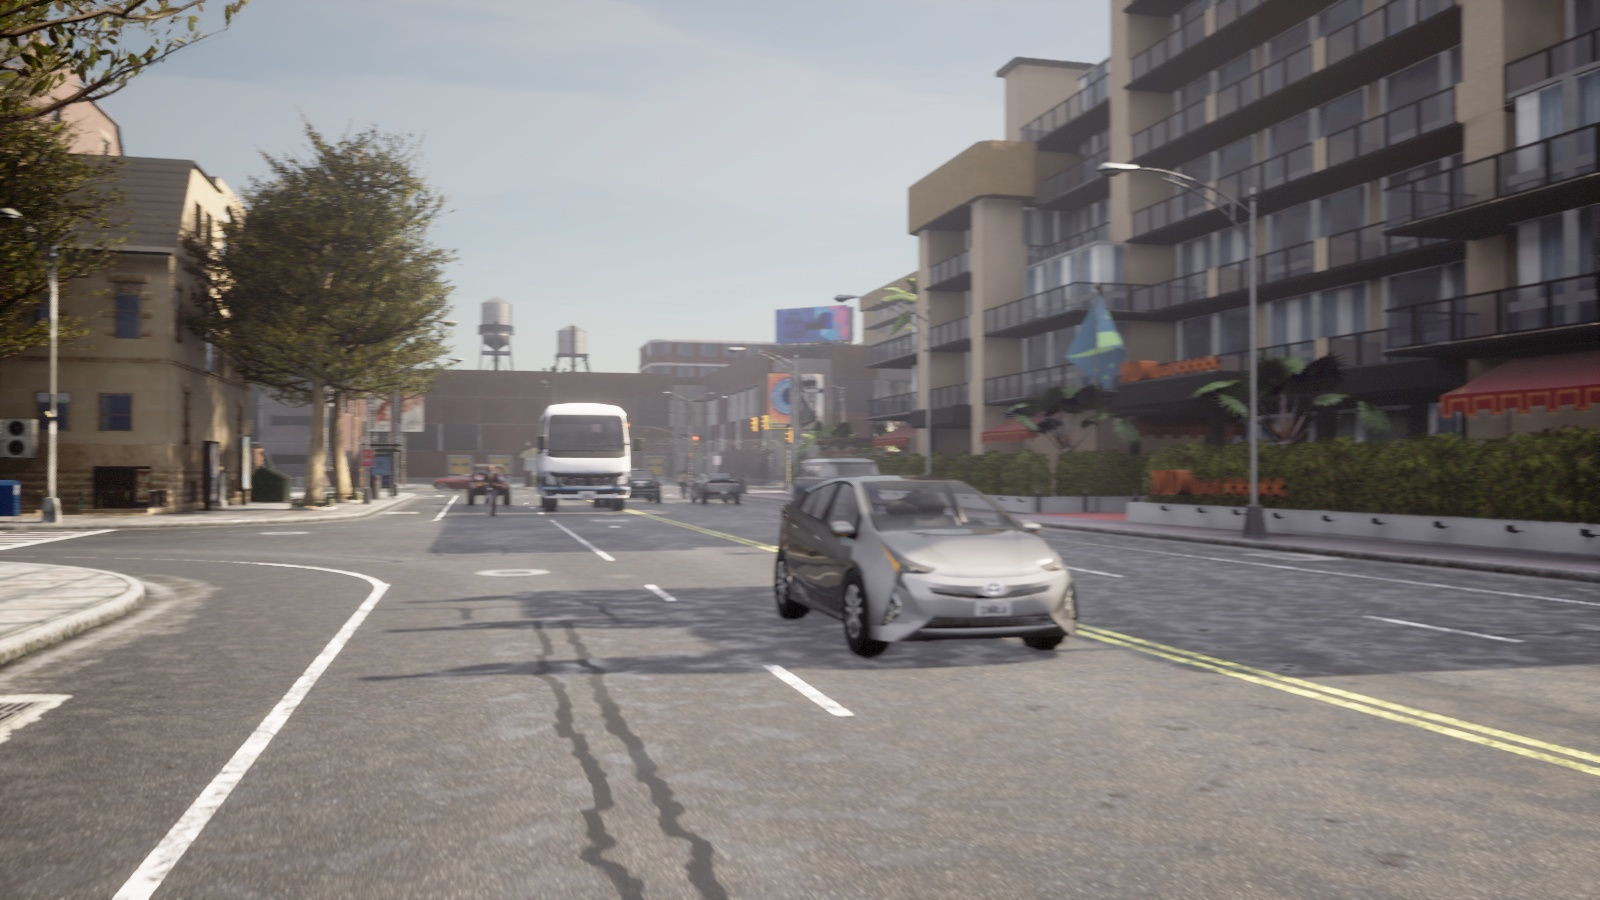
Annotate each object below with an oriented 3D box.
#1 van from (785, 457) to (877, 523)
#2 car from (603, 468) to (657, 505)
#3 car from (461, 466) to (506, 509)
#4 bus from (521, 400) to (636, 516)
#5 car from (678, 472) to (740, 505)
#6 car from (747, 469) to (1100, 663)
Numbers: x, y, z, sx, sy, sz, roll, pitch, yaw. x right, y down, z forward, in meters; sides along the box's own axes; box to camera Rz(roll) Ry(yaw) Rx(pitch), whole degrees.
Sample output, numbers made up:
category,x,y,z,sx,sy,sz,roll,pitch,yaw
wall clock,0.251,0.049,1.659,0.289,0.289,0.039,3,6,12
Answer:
category,x,y,z,sx,sy,sz,roll,pitch,yaw
van,0.916,1.234,40.058,1.775,1.987,4.442,0,-1,-15
car,-8.427,1.771,61.873,2.097,1.767,4.553,0,-1,-15
car,-14.481,1.674,57.366,1.905,1.878,3.866,0,-1,-15
bus,-9.330,0.371,51.761,3.944,4.253,10.273,0,-1,-14
car,-4.419,1.815,60.388,2.128,1.511,4.902,0,-1,-15
car,0.943,0.963,12.383,2.007,1.525,4.514,0,-1,-15
